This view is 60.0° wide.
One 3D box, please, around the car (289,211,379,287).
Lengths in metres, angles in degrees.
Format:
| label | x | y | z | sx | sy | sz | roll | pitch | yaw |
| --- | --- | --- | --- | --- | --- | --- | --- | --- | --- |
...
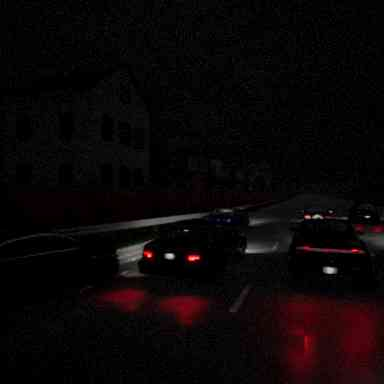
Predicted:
| label | x | y | z | sx | sy | sz | roll | pitch | yaw |
| --- | --- | --- | --- | --- | --- | --- | --- | --- | --- |
| car | 3.888 | 1.531 | 9.637 | 2.128 | 1.511 | 4.902 | 0 | 0 | 20 |

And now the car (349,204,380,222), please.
| label | x | y | z | sx | sy | sz | roll | pitch | yaw |
| --- | --- | --- | --- | --- | --- | --- | --- | --- | --- |
| car | 13.737 | 1.653 | 26.673 | 1.812 | 1.442 | 4.674 | 0 | 0 | 20 |

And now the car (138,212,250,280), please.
| label | x | y | z | sx | sy | sz | roll | pitch | yaw |
| --- | --- | --- | --- | --- | --- | --- | --- | --- | --- |
| car | 0.349 | 1.566 | 10.153 | 2.033 | 1.411 | 5.357 | 0 | 0 | 20 |

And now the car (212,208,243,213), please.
| label | x | y | z | sx | sy | sz | roll | pitch | yaw |
| --- | --- | --- | --- | --- | --- | --- | --- | --- | --- |
| car | 2.327 | 1.648 | 20.973 | 1.895 | 1.301 | 4.718 | 0 | 0 | 22 |

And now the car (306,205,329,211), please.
| label | x | y | z | sx | sy | sz | roll | pitch | yaw |
| --- | --- | --- | --- | --- | --- | --- | --- | --- | --- |
| car | 8.753 | 1.640 | 23.227 | 2.033 | 1.411 | 5.357 | 0 | 0 | 20 |

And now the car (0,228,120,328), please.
| label | x | y | z | sx | sy | sz | roll | pitch | yaw |
| --- | --- | --- | --- | --- | --- | --- | --- | --- | --- |
| car | -3.397 | 1.480 | 6.772 | 2.128 | 1.511 | 4.902 | 0 | 0 | 23 |
